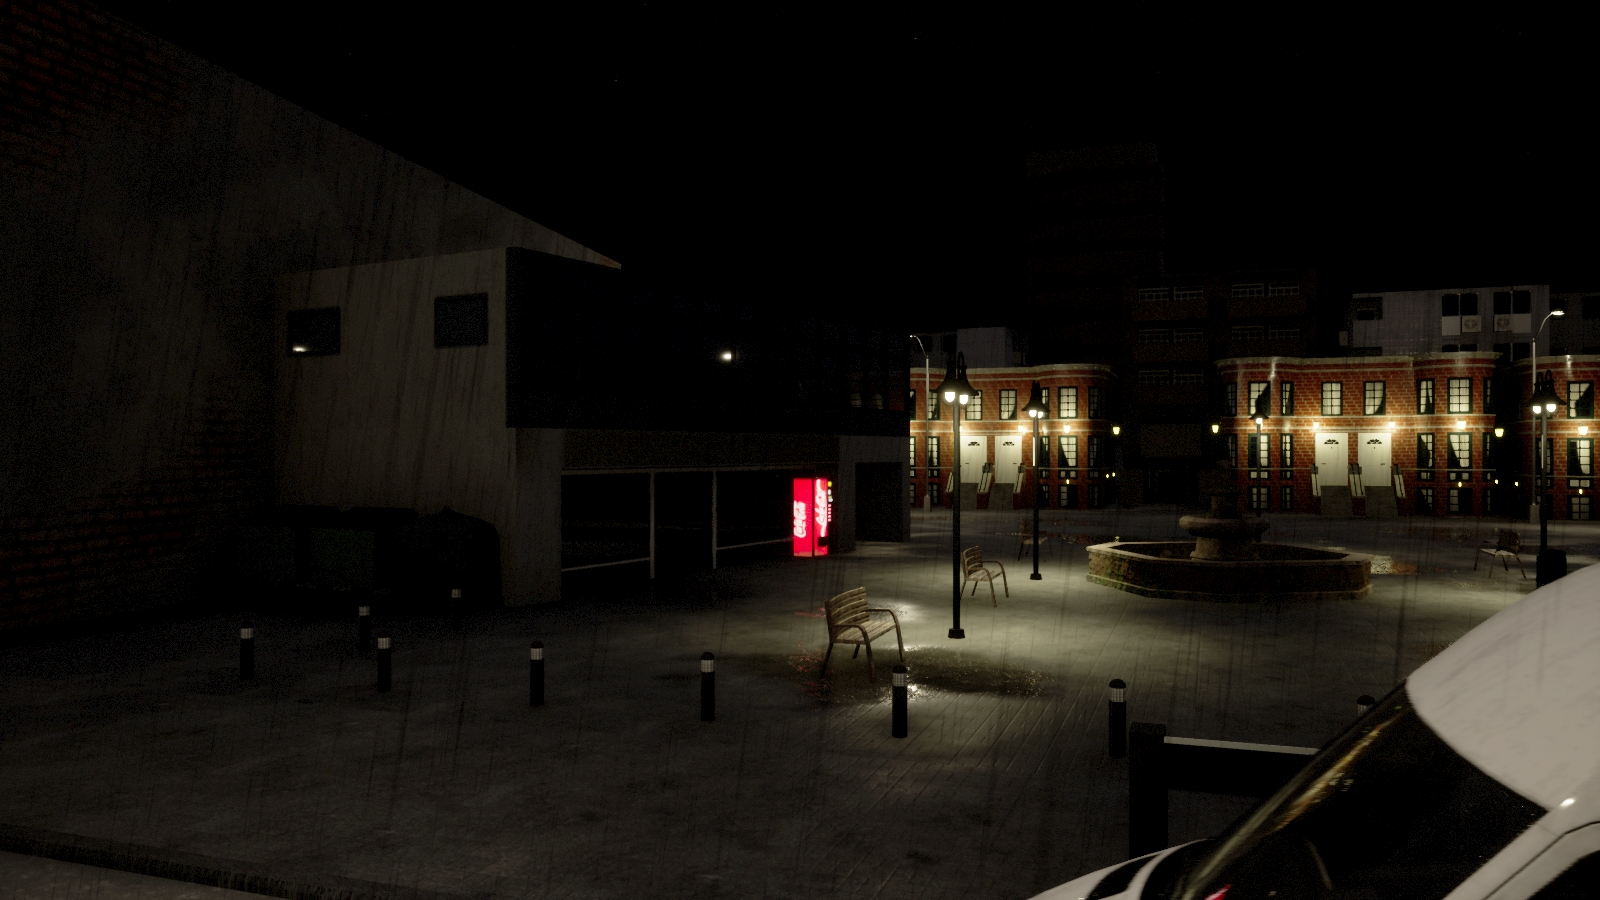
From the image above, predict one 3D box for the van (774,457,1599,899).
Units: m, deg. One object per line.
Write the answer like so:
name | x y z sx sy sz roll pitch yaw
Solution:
van | 3.055 1.315 2.732 5.915 2.561 1.988 0 0 20
